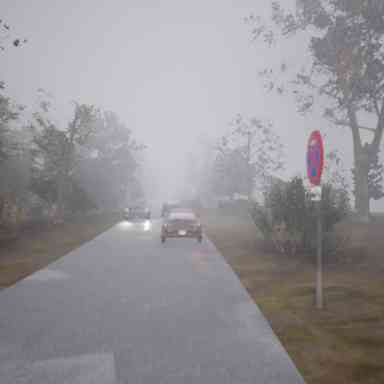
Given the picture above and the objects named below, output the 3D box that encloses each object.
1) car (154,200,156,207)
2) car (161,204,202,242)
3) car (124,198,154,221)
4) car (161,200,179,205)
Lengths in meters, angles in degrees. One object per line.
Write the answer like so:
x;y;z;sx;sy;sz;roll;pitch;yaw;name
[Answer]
-8.625;2.113;68.862;2.097;1.767;4.553;0;-1;-6;car
-0.537;1.527;16.190;1.812;1.442;4.674;0;0;-3;car
-4.470;1.405;27.824;2.097;1.767;4.553;0;0;-6;car
-2.161;1.596;34.366;1.882;1.535;5.008;0;-1;-6;car
